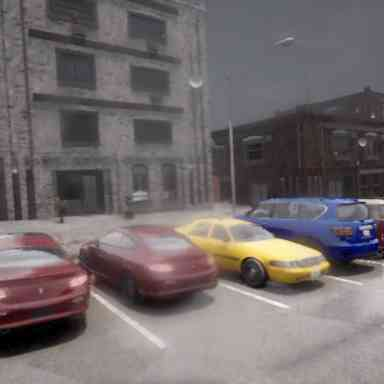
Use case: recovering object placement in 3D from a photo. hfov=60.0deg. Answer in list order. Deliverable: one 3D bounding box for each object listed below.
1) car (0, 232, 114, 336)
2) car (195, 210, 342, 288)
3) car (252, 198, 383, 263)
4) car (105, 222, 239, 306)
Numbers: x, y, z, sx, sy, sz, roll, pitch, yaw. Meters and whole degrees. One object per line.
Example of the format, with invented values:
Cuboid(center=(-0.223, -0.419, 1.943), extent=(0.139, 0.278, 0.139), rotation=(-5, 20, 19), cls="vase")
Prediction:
Cuboid(center=(-3.438, 1.519, 6.547), extent=(2.002, 1.452, 4.674), rotation=(0, 0, -35), cls="car")
Cuboid(center=(1.215, 1.474, 9.638), extent=(1.946, 1.575, 5.366), rotation=(0, 0, -35), cls="car")
Cuboid(center=(3.262, 1.224, 11.358), extent=(2.435, 2.045, 5.566), rotation=(0, 0, -35), cls="car")
Cuboid(center=(-1.266, 1.518, 8.095), extent=(2.002, 1.452, 4.674), rotation=(0, 0, -35), cls="car")
